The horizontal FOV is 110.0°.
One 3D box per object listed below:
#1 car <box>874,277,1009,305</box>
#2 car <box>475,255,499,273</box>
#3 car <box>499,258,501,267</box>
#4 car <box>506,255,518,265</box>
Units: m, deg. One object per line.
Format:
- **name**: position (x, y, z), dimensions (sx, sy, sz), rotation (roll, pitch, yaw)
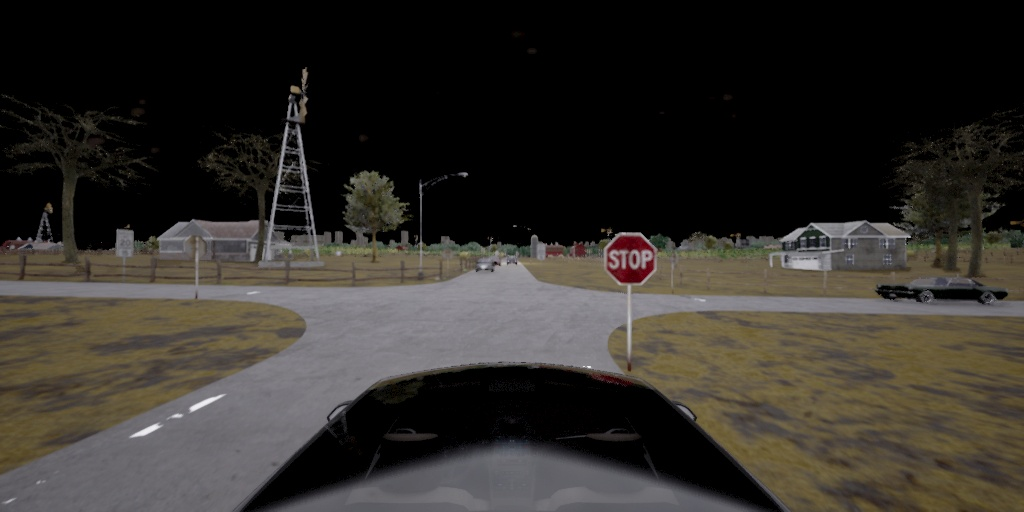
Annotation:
- **car**: position (21.178, 1.684, 17.863), dimensions (4.718, 1.301, 1.895), rotation (1, -1, 0)
- **car**: position (-2.834, 0.956, 38.346), dimensions (2.128, 1.511, 4.902), rotation (0, 1, 0)
- **car**: position (-2.798, 0.693, 55.628), dimensions (2.097, 1.767, 4.553), rotation (0, 0, 0)
- **car**: position (0.005, 0.898, 62.389), dimensions (1.895, 1.301, 4.718), rotation (0, 0, 0)
